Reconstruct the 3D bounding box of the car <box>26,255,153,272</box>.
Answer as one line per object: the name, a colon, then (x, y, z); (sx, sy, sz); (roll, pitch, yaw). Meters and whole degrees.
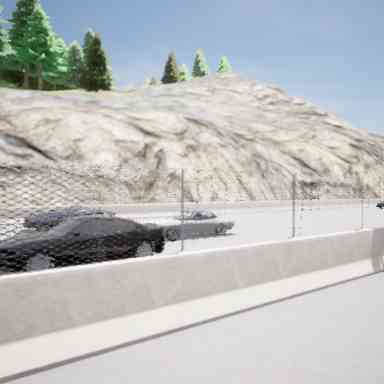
car: (-3.216, 1.477, 10.298); (5.008, 1.535, 1.882); (0, 0, -36)
